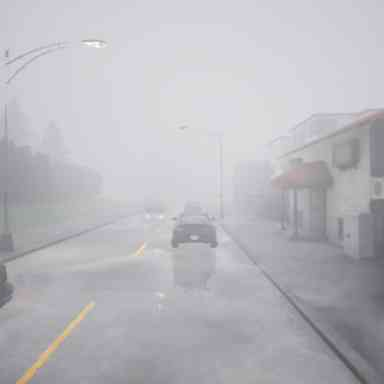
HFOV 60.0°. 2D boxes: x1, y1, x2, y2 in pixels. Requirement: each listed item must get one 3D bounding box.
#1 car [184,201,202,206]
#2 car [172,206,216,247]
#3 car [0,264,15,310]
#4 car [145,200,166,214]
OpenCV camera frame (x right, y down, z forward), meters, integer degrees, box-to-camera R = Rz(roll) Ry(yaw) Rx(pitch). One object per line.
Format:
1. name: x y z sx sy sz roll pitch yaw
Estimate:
1. car: 0.078 1.702 36.177 2.033 1.411 5.357 0 0 0
2. car: 0.096 1.591 15.172 1.812 1.442 4.674 0 0 0
3. car: -4.101 1.563 3.634 2.033 1.411 5.357 0 0 0
4. car: -4.103 1.686 37.629 1.812 1.442 4.674 0 0 0
